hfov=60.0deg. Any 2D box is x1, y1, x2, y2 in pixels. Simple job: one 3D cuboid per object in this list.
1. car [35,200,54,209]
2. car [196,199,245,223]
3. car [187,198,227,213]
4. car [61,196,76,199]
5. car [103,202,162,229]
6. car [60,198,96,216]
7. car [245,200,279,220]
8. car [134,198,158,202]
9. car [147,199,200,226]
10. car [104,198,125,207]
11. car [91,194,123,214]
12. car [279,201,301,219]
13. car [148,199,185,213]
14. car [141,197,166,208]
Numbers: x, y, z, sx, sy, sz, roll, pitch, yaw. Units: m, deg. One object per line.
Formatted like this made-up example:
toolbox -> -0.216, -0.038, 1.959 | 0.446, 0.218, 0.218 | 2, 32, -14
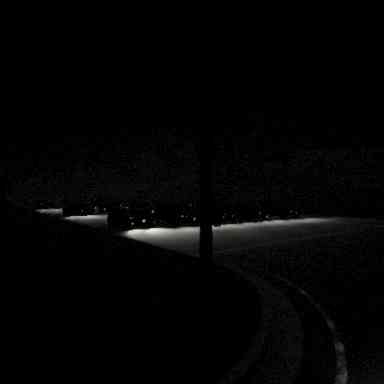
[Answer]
car -> -21.295, 1.731, 47.961 | 1.895, 1.301, 4.718 | 0, 0, -34
car -> 1.599, 1.517, 26.161 | 1.837, 1.490, 4.892 | 0, 0, -34
car -> 1.673, 1.511, 38.640 | 2.128, 1.511, 4.902 | 0, 0, -34
car -> -18.404, 1.255, 49.933 | 1.882, 1.535, 5.008 | 0, 0, -34
car -> -4.053, 1.583, 22.019 | 1.994, 1.385, 4.181 | 0, 0, -34
car -> -11.434, 1.601, 33.057 | 1.994, 1.385, 4.181 | 0, 0, -34
car -> 4.406, 1.556, 28.258 | 2.033, 1.411, 5.357 | 0, 0, -34
car -> -5.070, 1.507, 36.131 | 1.882, 1.535, 5.008 | 0, 0, -34
car -> -1.184, 1.521, 24.025 | 1.837, 1.490, 4.892 | 0, 0, -34
car -> -12.536, 1.623, 53.750 | 1.994, 1.385, 4.181 | 0, 0, -34
car -> -9.583, 1.252, 36.581 | 2.150, 2.045, 5.566 | 0, 1, -34
car -> 7.472, 1.510, 29.974 | 1.837, 1.490, 4.892 | 0, 0, -34
car -> -3.113, 1.575, 39.500 | 2.033, 1.411, 5.357 | 0, 0, -34
car -> -5.762, 1.563, 49.810 | 1.812, 1.442, 4.674 | 0, 0, -33
